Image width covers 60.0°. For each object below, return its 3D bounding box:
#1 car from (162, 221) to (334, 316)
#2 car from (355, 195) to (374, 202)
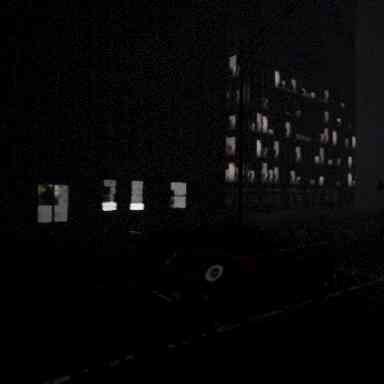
[{"bbox_3d":[1.335,1.450,7.506,4.097,1.590,1.967,0,1,-36],"label":"car"},{"bbox_3d":[42.390,1.633,82.586,2.192,1.841,5.009,1,-1,-35],"label":"car"}]
